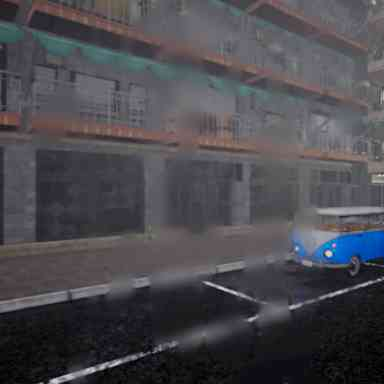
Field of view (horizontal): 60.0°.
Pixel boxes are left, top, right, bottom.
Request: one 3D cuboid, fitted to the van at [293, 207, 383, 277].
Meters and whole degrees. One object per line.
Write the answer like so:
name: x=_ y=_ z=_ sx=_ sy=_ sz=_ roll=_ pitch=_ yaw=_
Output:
van: x=4.735 y=1.345 z=9.936 sx=3.998 sy=1.788 sz=1.690 roll=0 pitch=0 yaw=-35
